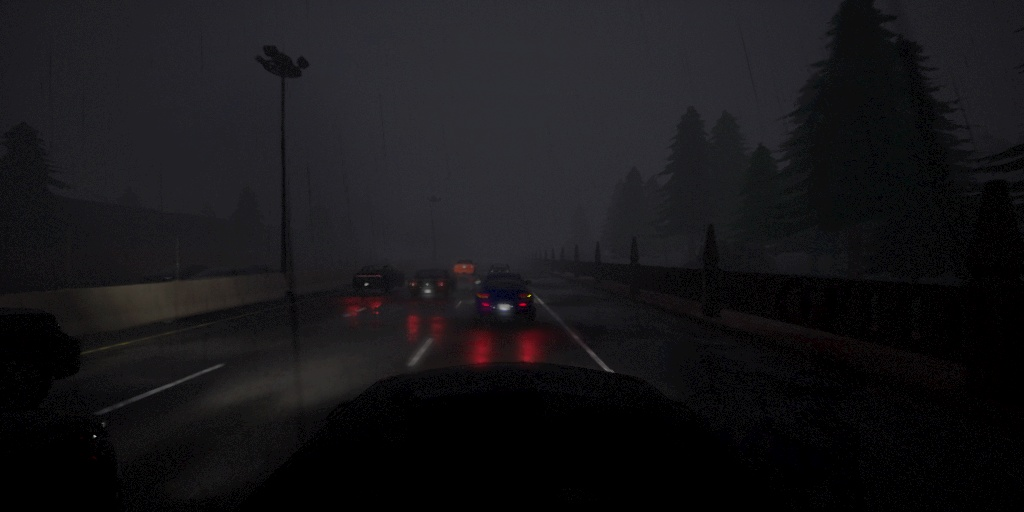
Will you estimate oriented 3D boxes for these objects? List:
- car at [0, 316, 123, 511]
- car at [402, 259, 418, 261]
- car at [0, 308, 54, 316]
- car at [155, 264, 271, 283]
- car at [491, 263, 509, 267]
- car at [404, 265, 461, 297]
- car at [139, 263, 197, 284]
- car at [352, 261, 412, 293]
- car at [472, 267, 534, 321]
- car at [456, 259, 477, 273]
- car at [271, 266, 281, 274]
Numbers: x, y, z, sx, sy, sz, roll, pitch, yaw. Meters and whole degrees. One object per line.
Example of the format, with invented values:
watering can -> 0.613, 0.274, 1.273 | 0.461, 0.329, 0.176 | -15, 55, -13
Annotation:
car -> -3.569, 1.252, 0.355 | 2.128, 1.511, 4.902 | 0, 0, 1
car -> -16.283, 1.356, 58.630 | 1.895, 1.301, 4.718 | 0, 0, -2
car -> -7.000, 0.989, 2.454 | 2.150, 2.045, 5.566 | 0, 0, 0
car -> -14.680, 1.303, 18.037 | 1.812, 1.442, 4.674 | 0, 0, -2
car -> -1.083, 1.334, 32.771 | 1.895, 1.301, 4.718 | 0, 0, -2
car -> -4.013, 1.350, 18.943 | 1.895, 1.301, 4.718 | 0, 0, -2
car -> -21.929, 1.269, 24.026 | 1.882, 1.535, 5.008 | 0, 0, -2
car -> -7.598, 1.249, 20.905 | 2.128, 1.511, 4.902 | 0, 0, -2
car -> -0.283, 1.270, 12.332 | 1.812, 1.442, 4.674 | 0, 0, -2
car -> -4.757, 1.092, 37.273 | 2.097, 1.767, 4.553 | 0, 0, -2
car -> -18.505, 1.346, 25.989 | 1.994, 1.385, 4.181 | 0, 0, -2
